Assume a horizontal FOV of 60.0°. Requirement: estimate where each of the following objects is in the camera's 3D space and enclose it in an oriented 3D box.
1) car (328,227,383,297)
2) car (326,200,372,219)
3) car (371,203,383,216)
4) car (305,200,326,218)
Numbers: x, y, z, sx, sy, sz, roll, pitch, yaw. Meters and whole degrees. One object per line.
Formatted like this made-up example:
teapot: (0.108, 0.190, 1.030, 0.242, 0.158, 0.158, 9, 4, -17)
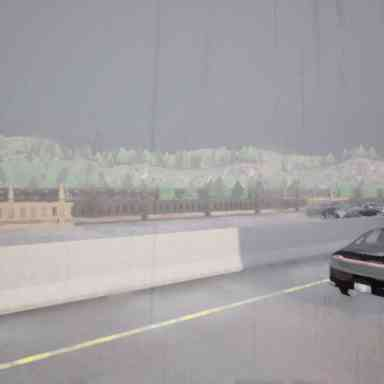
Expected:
car: (5.009, 1.494, 7.323, 4.902, 1.511, 2.128, 0, 0, -35)
car: (13.143, 1.500, 26.267, 4.902, 1.511, 2.128, 0, 0, -35)
car: (15.145, 1.556, 23.399, 5.357, 1.411, 2.033, 0, 0, -35)
car: (12.227, 1.514, 29.913, 4.892, 1.490, 1.837, 0, 0, -35)
